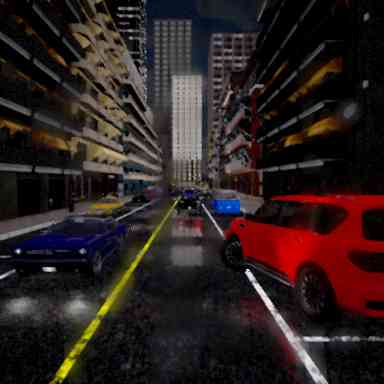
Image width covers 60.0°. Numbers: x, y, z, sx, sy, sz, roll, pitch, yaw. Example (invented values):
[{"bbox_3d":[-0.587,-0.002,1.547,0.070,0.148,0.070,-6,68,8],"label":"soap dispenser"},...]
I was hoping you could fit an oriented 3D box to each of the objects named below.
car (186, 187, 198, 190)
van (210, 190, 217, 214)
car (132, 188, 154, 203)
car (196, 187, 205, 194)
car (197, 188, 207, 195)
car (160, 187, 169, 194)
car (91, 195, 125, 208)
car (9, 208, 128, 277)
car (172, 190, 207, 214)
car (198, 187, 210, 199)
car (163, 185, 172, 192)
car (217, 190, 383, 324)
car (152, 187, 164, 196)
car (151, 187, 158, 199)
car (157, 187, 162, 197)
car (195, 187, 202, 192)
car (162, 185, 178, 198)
[{"bbox_3d":[-0.420,0.270,50.884,1.812,1.442,4.674,0,1,-1],"label":"car"},{"bbox_3d":[2.437,0.745,23.911,1.690,1.788,3.998,-1,1,-1],"label":"van"},{"bbox_3d":[-6.109,0.569,40.407,1.947,1.339,4.313,-1,1,-1],"label":"car"},{"bbox_3d":[1.932,-0.288,73.778,1.752,1.417,4.829,-1,1,-1],"label":"car"},{"bbox_3d":[1.990,-0.124,68.087,2.008,1.369,4.403,-1,1,-1],"label":"car"},{"bbox_3d":[-6.503,-0.371,79.059,1.947,1.339,4.313,-1,1,-1],"label":"car"},{"bbox_3d":[-5.940,0.939,23.673,1.752,1.417,4.829,-1,1,-1],"label":"car"},{"bbox_3d":[-3.199,1.360,9.599,1.895,1.301,4.718,0,1,-1],"label":"car"},{"bbox_3d":[-0.185,0.847,26.004,2.128,1.511,4.902,0,2,0],"label":"car"},{"bbox_3d":[2.215,0.413,46.001,2.008,1.369,4.403,-1,1,-1],"label":"car"},{"bbox_3d":[-6.618,-0.888,90.095,2.192,1.841,5.009,-1,1,-1],"label":"car"},{"bbox_3d":[2.560,1.041,7.108,2.150,2.045,5.566,0,2,-15],"label":"car"},{"bbox_3d":[-6.336,-0.096,62.491,1.967,1.590,4.097,-1,1,-1],"label":"car"},{"bbox_3d":[-6.166,0.412,45.929,1.887,1.381,4.507,-1,1,-1],"label":"car"},{"bbox_3d":[-6.222,0.278,51.451,1.887,1.381,4.507,-1,1,-1],"label":"car"},{"bbox_3d":[1.766,-0.664,90.172,1.887,1.381,4.507,-1,1,-1],"label":"car"},{"bbox_3d":[-3.560,-0.074,55.007,2.150,2.045,5.566,0,1,-1],"label":"car"}]
